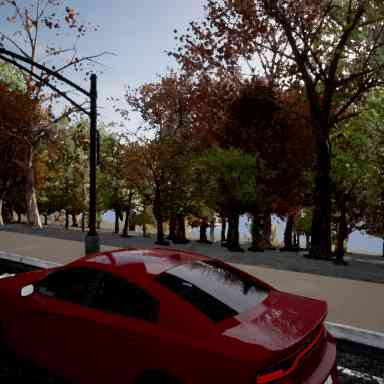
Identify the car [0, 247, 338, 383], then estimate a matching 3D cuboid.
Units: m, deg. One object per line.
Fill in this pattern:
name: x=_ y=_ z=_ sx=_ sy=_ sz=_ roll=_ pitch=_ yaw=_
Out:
car: x=-0.859 y=1.477 z=4.289 sx=5.008 sy=1.535 sz=1.882 roll=0 pitch=0 yaw=35
